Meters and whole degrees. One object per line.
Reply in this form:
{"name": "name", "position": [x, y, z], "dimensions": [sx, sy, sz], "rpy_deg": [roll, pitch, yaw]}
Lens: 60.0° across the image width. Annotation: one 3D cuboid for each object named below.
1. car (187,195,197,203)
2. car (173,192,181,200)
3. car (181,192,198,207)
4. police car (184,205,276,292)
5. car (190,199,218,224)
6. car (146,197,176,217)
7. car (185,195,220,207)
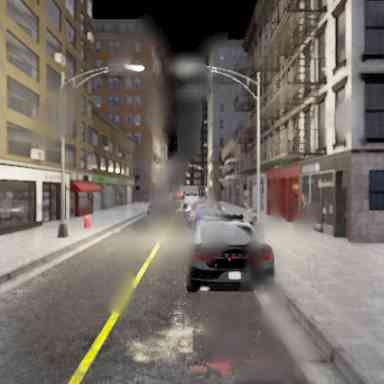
{"name": "car", "position": [-0.072, 1.257, 61.449], "dimensions": [1.812, 1.442, 4.674], "rpy_deg": [0, 0, 0]}
{"name": "car", "position": [-2.833, 0.918, 70.499], "dimensions": [2.150, 2.045, 5.566], "rpy_deg": [0, 0, 0]}
{"name": "car", "position": [-0.021, 1.012, 46.436], "dimensions": [2.150, 2.045, 5.566], "rpy_deg": [0, 0, 0]}
{"name": "police car", "position": [0.816, 1.386, 8.962], "dimensions": [1.930, 1.638, 5.238], "rpy_deg": [0, 0, 0]}
{"name": "car", "position": [0.797, 1.367, 24.852], "dimensions": [1.882, 1.535, 5.008], "rpy_deg": [0, 0, 0]}
{"name": "car", "position": [-2.883, 1.412, 30.064], "dimensions": [2.033, 1.411, 5.357], "rpy_deg": [0, 0, 0]}
{"name": "car", "position": [0.804, 1.267, 18.822], "dimensions": [2.097, 1.767, 4.553], "rpy_deg": [0, 0, 0]}
